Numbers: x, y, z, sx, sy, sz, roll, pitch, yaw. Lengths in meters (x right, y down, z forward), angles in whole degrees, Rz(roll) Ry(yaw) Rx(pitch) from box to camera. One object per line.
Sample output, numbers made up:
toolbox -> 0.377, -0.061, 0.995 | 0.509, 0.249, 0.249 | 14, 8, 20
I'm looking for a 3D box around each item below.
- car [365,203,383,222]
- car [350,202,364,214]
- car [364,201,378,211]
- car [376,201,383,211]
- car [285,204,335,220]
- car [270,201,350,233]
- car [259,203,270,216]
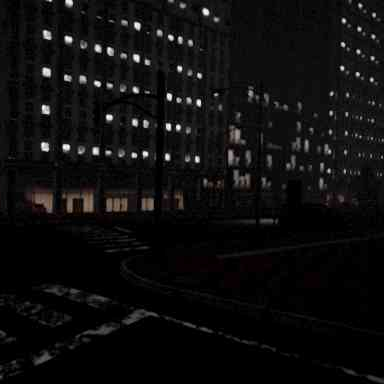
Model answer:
car -> 17.246, 1.952, 28.607 | 4.507, 1.381, 1.887 | 1, 2, -35
car -> 17.309, 1.739, 38.214 | 4.829, 1.417, 1.752 | 1, 2, -35
car -> 22.117, 1.838, 41.527 | 4.313, 1.339, 1.947 | 1, 1, -35
car -> 26.785, 1.911, 44.743 | 4.206, 1.307, 1.802 | 1, 1, -35
car -> 10.959, 1.799, 30.852 | 4.718, 1.301, 1.895 | 1, 1, -35
car -> 7.915, 1.610, 22.171 | 5.009, 1.841, 2.192 | 1, 2, -35
car -> 8.111, 1.654, 31.880 | 4.403, 1.369, 2.008 | 1, 2, -35
